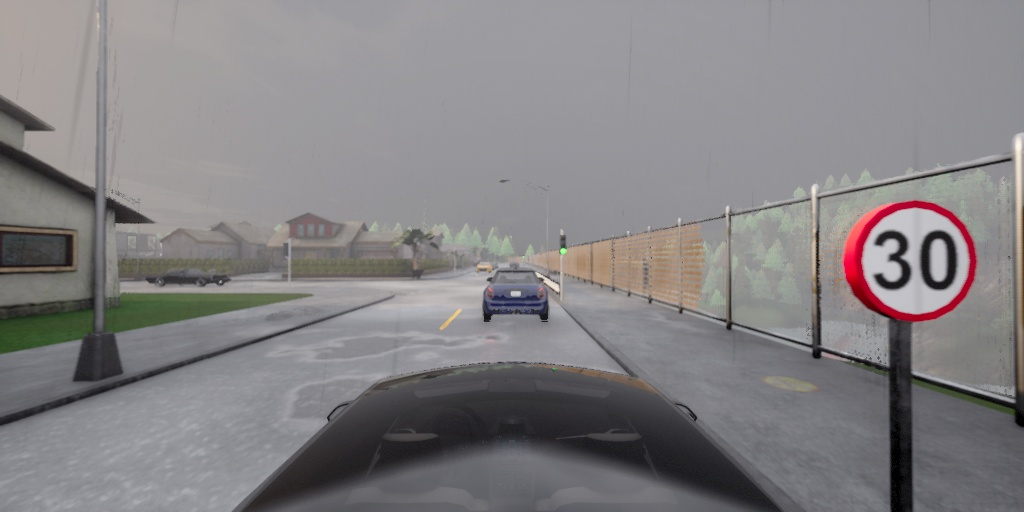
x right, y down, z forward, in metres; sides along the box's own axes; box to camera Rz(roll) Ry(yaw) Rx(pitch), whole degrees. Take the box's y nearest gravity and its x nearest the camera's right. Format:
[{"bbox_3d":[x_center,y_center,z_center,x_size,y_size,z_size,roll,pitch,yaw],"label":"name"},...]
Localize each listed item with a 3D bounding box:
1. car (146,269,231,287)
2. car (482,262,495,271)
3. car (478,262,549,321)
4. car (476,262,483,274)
[{"bbox_3d":[-23.107,1.551,25.743,4.718,1.301,1.895,0,0,0],"label":"car"},{"bbox_3d":[-3.806,1.746,59.802,1.837,1.490,4.892,0,0,0],"label":"car"},{"bbox_3d":[0.130,1.198,13.100,2.097,1.767,4.553,0,0,0],"label":"car"},{"bbox_3d":[-3.870,1.638,50.353,1.882,1.535,5.008,0,0,0],"label":"car"}]
